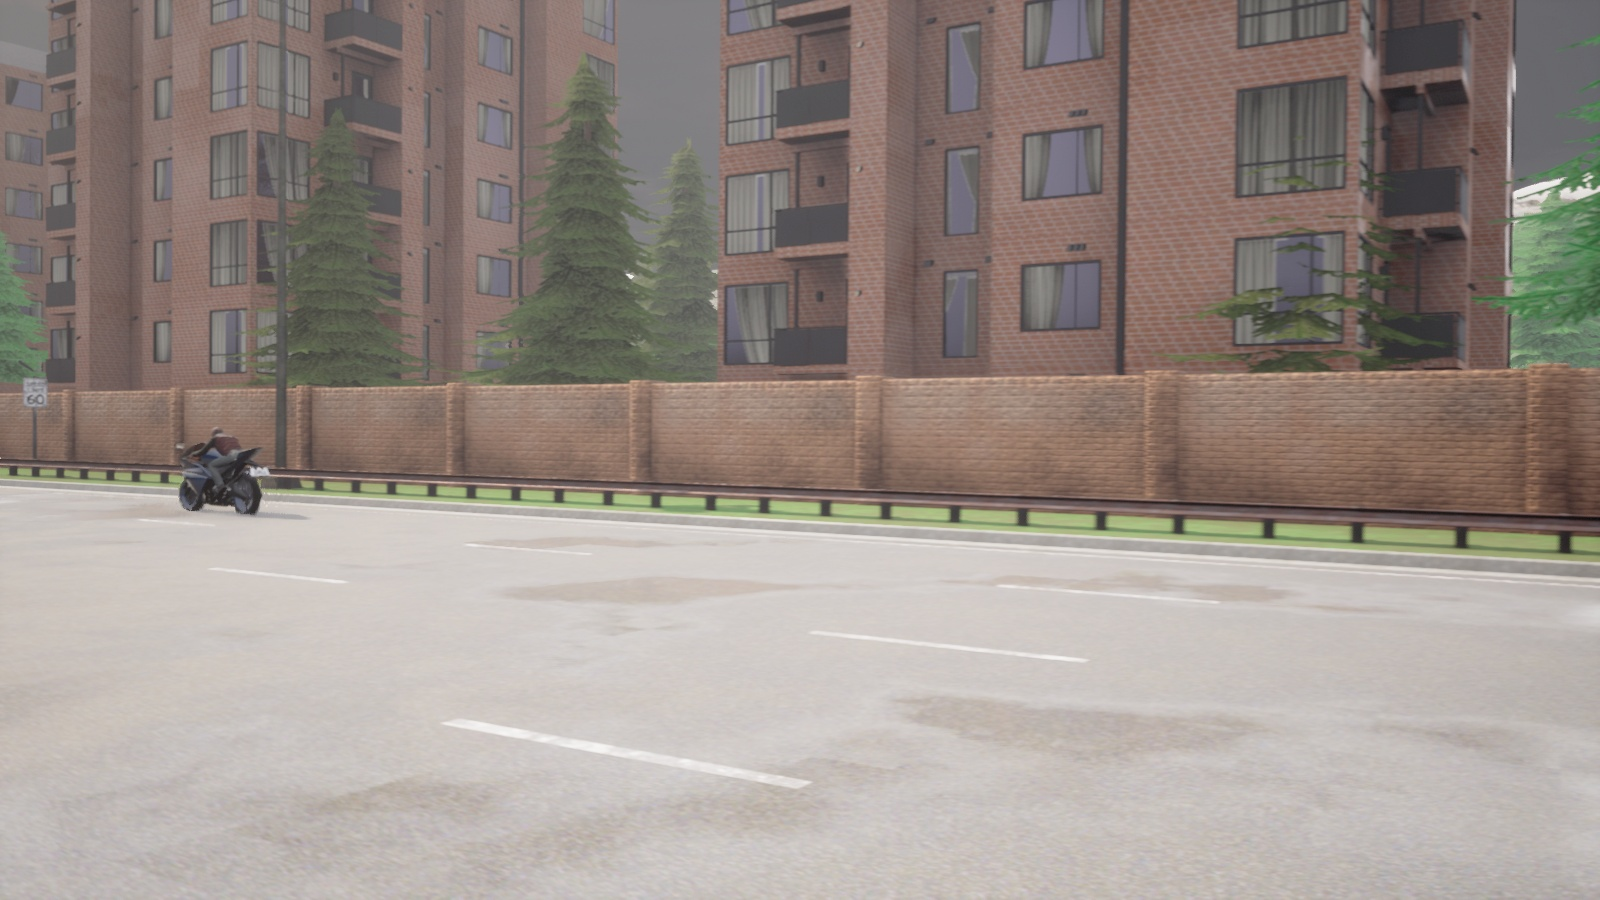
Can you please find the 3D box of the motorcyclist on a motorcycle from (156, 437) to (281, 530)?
[{"bbox_3d":[-10.018,0.548,21.621,2.191,1.530,0.866,0,1,31],"label":"motorcyclist on a motorcycle"}]
